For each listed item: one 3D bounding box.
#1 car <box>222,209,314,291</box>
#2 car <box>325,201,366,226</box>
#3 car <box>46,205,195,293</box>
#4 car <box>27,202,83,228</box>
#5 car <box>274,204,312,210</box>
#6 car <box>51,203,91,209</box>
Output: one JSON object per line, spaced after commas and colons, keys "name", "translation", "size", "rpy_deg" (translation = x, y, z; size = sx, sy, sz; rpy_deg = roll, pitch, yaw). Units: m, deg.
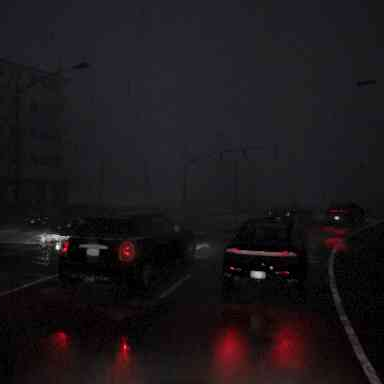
{"name": "car", "translation": [2.175, 1.460, 9.036], "size": [2.128, 1.511, 4.902], "rpy_deg": [0, 0, 20]}
{"name": "car", "translation": [10.667, 1.421, 23.033], "size": [1.837, 1.490, 4.892], "rpy_deg": [0, -1, 37]}
{"name": "car", "translation": [-1.460, 1.318, 9.194], "size": [2.097, 1.767, 4.553], "rpy_deg": [0, 0, 19]}
{"name": "car", "translation": [-7.843, 1.431, 20.943], "size": [1.837, 1.490, 4.892], "rpy_deg": [0, 0, 30]}
{"name": "car", "translation": [7.262, 1.515, 24.323], "size": [1.895, 1.301, 4.718], "rpy_deg": [0, 0, 37]}
{"name": "car", "translation": [-5.223, 1.498, 18.424], "size": [1.994, 1.385, 4.181], "rpy_deg": [0, 0, 28]}
